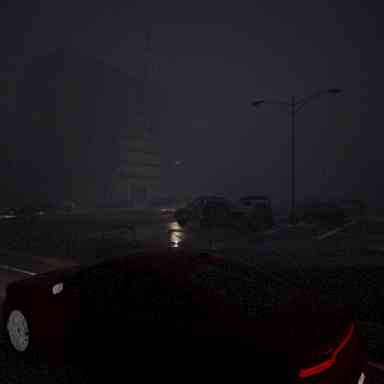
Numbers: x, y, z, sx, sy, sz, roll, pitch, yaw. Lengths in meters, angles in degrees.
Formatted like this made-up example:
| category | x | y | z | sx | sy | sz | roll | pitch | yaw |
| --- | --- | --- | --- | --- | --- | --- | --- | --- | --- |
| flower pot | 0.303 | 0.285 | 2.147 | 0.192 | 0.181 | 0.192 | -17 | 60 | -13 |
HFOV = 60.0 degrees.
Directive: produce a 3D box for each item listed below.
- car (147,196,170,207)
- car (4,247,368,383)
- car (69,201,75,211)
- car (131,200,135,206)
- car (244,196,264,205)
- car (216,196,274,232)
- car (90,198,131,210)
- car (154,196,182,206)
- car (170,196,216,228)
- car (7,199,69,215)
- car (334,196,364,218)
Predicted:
| category | x | y | z | sx | sy | sz | roll | pitch | yaw |
| --- | --- | --- | --- | --- | --- | --- | --- | --- | --- |
| car | -4.715 | 1.492 | 50.239 | 2.128 | 1.511 | 4.902 | 0 | 0 | 34 |
| car | -0.533 | 1.478 | 4.369 | 5.008 | 1.535 | 1.882 | 0 | 0 | 35 |
| car | -16.182 | 1.526 | 39.434 | 1.812 | 1.442 | 4.674 | 0 | 0 | 34 |
| car | -10.521 | 1.547 | 47.890 | 2.033 | 1.411 | 5.357 | 0 | 0 | 33 |
| car | 11.491 | 1.526 | 61.506 | 1.812 | 1.442 | 4.674 | 0 | 0 | 34 |
| car | 3.306 | 1.156 | 19.066 | 1.905 | 1.878 | 3.866 | 0 | 0 | 34 |
| car | -10.388 | 1.601 | 41.808 | 1.895 | 1.301 | 4.718 | 0 | 0 | 34 |
| car | -4.064 | 1.492 | 57.434 | 2.128 | 1.511 | 4.902 | 0 | 0 | 34 |
| car | 0.939 | 1.153 | 20.732 | 1.932 | 1.855 | 4.605 | 0 | 0 | 34 |
| car | -15.730 | 1.547 | 33.846 | 2.033 | 1.411 | 5.357 | 0 | 0 | 34 |
| car | 15.329 | 1.395 | 32.023 | 1.970 | 1.475 | 3.806 | 0 | 0 | 34 |
